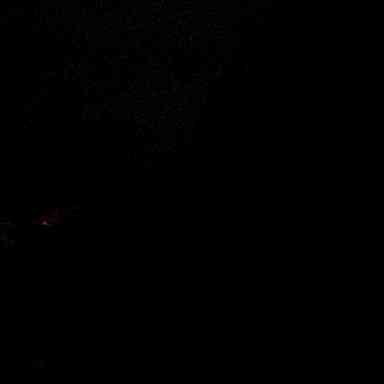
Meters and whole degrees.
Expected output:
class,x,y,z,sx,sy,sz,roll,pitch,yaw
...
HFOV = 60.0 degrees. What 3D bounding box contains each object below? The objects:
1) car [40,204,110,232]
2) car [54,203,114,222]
class,x,y,z,sx,sy,sz,roll,pitch,yaw
car,-7.584,1.715,22.240,1.882,1.535,5.008,-1,-1,32
car,-10.097,1.875,31.562,2.033,1.411,5.357,-1,0,32
